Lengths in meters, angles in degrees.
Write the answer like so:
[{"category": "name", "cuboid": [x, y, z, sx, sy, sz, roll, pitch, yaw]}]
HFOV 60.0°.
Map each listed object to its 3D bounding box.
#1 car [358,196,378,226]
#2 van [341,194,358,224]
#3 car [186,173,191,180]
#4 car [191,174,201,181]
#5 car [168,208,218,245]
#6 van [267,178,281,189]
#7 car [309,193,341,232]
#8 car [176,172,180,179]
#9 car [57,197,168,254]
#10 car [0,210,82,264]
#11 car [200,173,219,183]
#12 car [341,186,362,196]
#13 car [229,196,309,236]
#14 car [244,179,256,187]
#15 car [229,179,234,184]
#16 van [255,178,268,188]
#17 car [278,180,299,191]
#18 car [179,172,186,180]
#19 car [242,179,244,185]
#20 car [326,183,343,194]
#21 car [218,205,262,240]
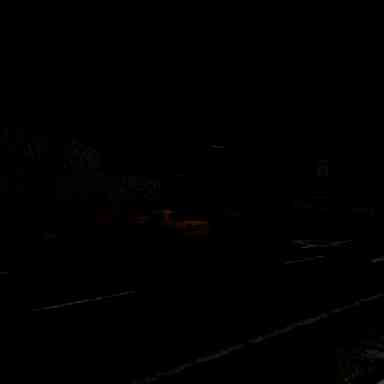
[{"category": "car", "cuboid": [10.771, 1.400, 24.047, 4.553, 1.767, 2.185, -1, -1, 35]}, {"category": "van", "cuboid": [8.365, 1.294, 22.293, 4.442, 1.987, 1.878, -1, -1, 35]}, {"category": "car", "cuboid": [1.266, -3.855, 86.965, 2.185, 1.767, 4.553, 6, 3, 34]}, {"category": "car", "cuboid": [3.065, -3.704, 84.502, 2.435, 2.045, 5.566, 7, 3, 34]}, {"category": "car", "cuboid": [-1.709, 1.501, 15.516, 5.366, 1.575, 1.946, -1, -1, 34]}, {"category": "van", "cuboid": [16.932, -1.496, 64.771, 1.878, 1.987, 4.442, 7, 4, 35]}, {"category": "car", "cuboid": [5.829, 1.264, 20.619, 5.566, 2.045, 2.435, -1, -1, 35]}, {"category": "car", "cuboid": [-2.243, -4.367, 91.777, 2.435, 2.045, 5.566, 1, -1, 34]}, {"category": "car", "cuboid": [-4.026, 1.246, 13.685, 5.566, 2.045, 2.435, -1, -1, 34]}, {"category": "car", "cuboid": [-6.468, 1.523, 11.935, 4.792, 1.488, 2.163, -1, -1, 34]}, {"category": "car", "cuboid": [4.920, -3.181, 82.246, 1.946, 1.575, 5.366, 7, 3, 34]}, {"category": "car", "cuboid": [25.613, 0.131, 52.565, 2.002, 1.452, 4.674, 7, 3, 35]}, {"category": "car", "cuboid": [3.319, 1.260, 18.910, 5.566, 2.045, 2.435, -1, -1, 35]}, {"category": "car", "cuboid": [13.619, -1.817, 69.968, 1.946, 1.575, 5.366, 7, 3, 35]}, {"category": "car", "cuboid": [10.038, -2.322, 74.744, 2.002, 1.452, 4.674, 7, 3, 35]}, {"category": "van", "cuboid": [15.198, -1.769, 67.239, 1.878, 1.987, 4.442, 7, 4, 35]}, {"category": "car", "cuboid": [18.695, -0.997, 62.412, 2.231, 1.521, 4.892, 7, 3, 35]}, {"category": "car", "cuboid": [-0.468, -4.090, 89.432, 2.185, 1.767, 4.553, 4, 1, 33]}, {"category": "car", "cuboid": [11.784, -2.048, 72.285, 2.002, 1.452, 4.674, 7, 3, 35]}, {"category": "car", "cuboid": [23.918, -0.431, 55.035, 2.435, 2.045, 5.566, 7, 3, 35]}, {"category": "car", "cuboid": [0.894, 1.546, 17.148, 4.674, 1.452, 2.002, -1, -1, 35]}]
